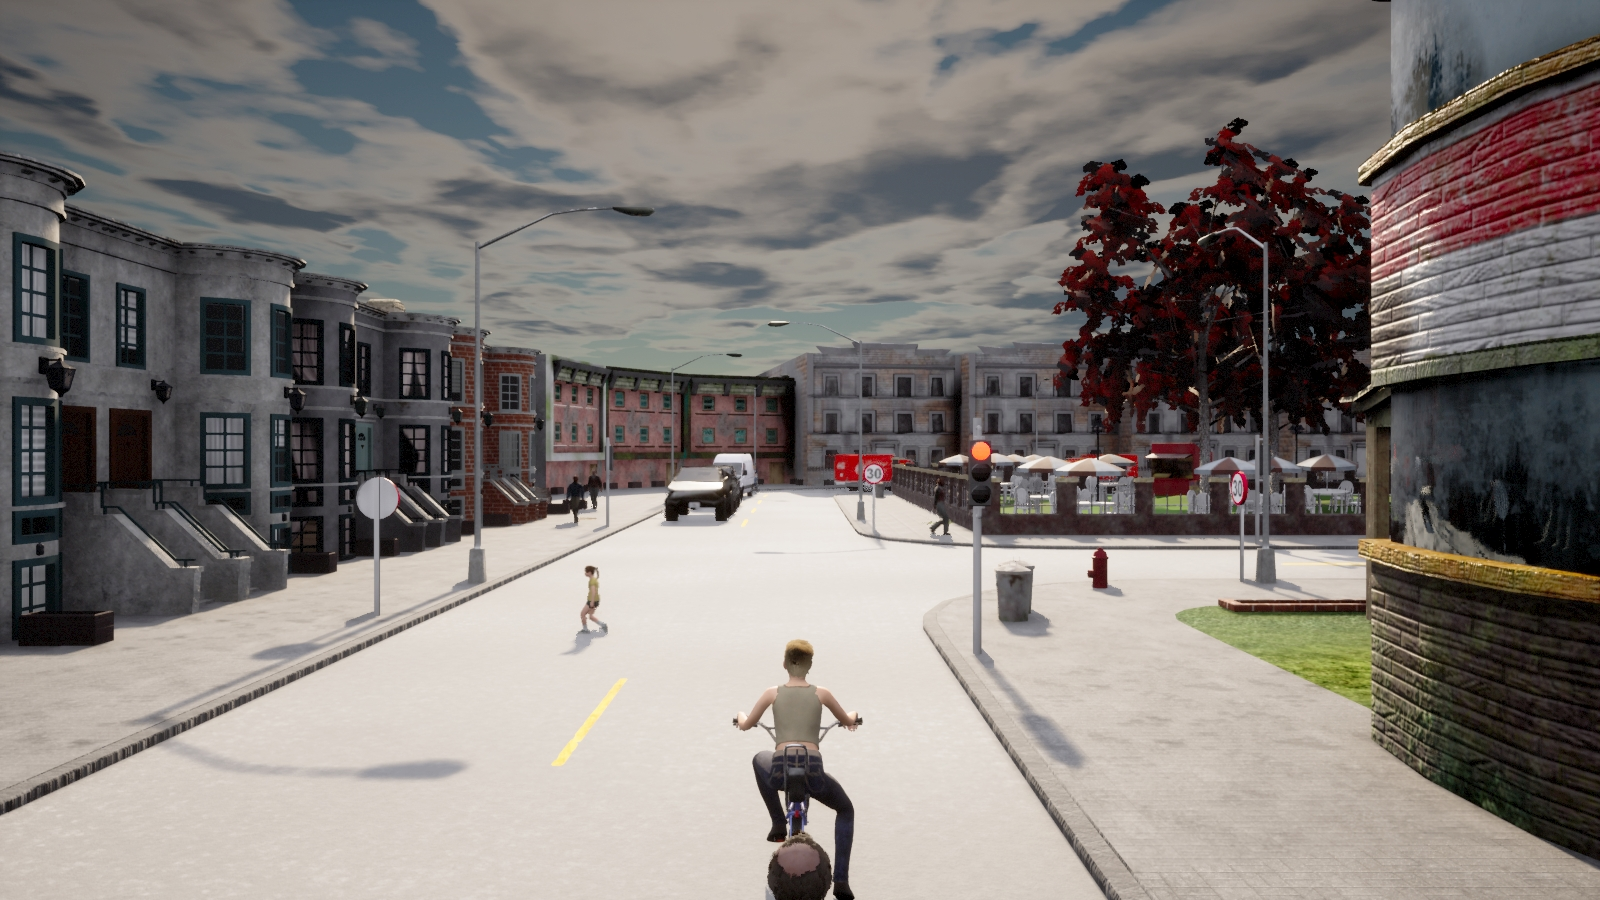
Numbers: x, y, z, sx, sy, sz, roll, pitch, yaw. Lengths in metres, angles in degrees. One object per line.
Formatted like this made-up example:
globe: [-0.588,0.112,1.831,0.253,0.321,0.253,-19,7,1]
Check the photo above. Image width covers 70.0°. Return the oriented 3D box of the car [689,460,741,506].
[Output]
car: [-4.051,1.538,55.424,2.150,2.045,5.566,0,0,0]

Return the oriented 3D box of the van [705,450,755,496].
van: [-4.016,1.289,66.883,1.988,2.561,5.915,0,0,6]

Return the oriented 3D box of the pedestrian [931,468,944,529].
pedestrian: [4.261,1.502,35.451,0.375,1.860,0.375,0,0,14]

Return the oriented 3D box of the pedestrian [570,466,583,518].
pedestrian: [-8.074,1.508,41.275,0.375,1.860,0.375,0,0,-2]

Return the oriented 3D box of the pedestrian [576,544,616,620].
pedestrian: [-3.101,2.001,17.371,0.500,1.100,0.500,0,0,3]

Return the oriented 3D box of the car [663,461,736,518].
car: [-4.000,1.515,46.450,2.390,2.098,6.274,0,0,0]

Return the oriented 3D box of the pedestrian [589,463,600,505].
pedestrian: [-9.114,1.505,50.599,0.375,1.860,0.375,0,0,7]

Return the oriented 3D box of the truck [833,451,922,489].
truck: [5.083,1.313,74.978,5.204,2.467,2.627,1,-1,-21]

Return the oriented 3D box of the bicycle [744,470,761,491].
bicycle: [-3.016,1.909,72.659,0.373,1.296,1.643,0,0,23]
